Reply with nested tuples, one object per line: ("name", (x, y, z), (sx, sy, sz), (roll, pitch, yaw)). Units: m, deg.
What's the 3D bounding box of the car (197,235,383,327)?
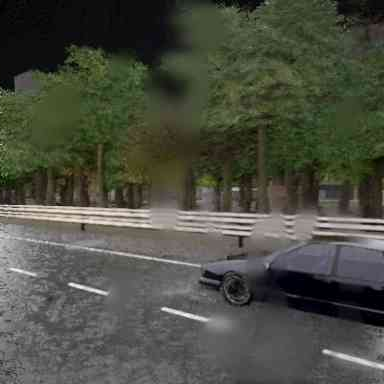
("car", (2.717, 1.549, 6.229), (5.357, 1.411, 2.033), (0, 0, 35))
